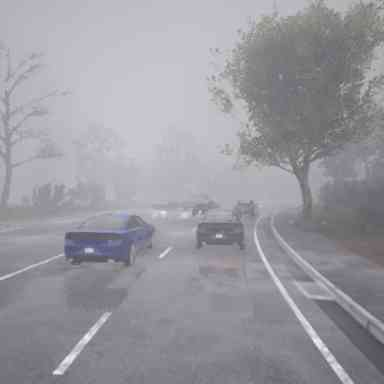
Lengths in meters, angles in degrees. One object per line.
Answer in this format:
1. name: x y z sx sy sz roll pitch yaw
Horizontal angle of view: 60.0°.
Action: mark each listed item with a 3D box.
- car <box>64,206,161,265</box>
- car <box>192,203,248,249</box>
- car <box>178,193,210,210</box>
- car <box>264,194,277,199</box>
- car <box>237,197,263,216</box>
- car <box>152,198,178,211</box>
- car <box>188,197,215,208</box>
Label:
1. car: -2.595 1.455 11.638 1.882 1.535 5.008 0 0 6
2. car: 1.344 1.468 14.712 1.882 1.535 5.008 0 0 8
3. car: 0.685 1.170 40.862 2.150 2.045 5.566 0 0 21
4. car: 18.066 1.179 77.327 1.882 1.535 5.008 1 0 41
5. car: 5.240 1.480 31.936 2.128 1.511 4.902 0 0 17
6. car: -3.030 1.477 40.966 2.033 1.411 5.357 0 0 20
7. car: 1.382 1.475 31.290 1.837 1.490 4.892 0 0 16
